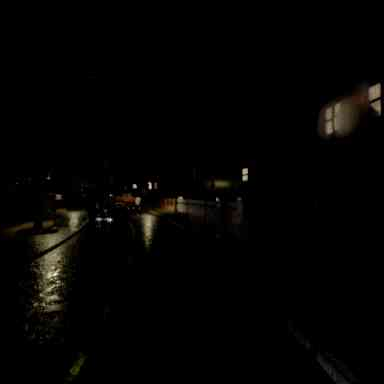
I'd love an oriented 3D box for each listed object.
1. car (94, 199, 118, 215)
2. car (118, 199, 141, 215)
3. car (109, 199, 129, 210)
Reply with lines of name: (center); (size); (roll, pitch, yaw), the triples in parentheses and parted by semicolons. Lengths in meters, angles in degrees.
car: (-9.891, 1.720, 37.275); (2.128, 1.511, 4.902); (1, 0, -19)
car: (-7.078, 1.799, 38.042); (2.033, 1.411, 5.357); (0, 0, -20)
car: (-10.514, 1.733, 47.426); (2.128, 1.511, 4.902); (0, 0, -20)
